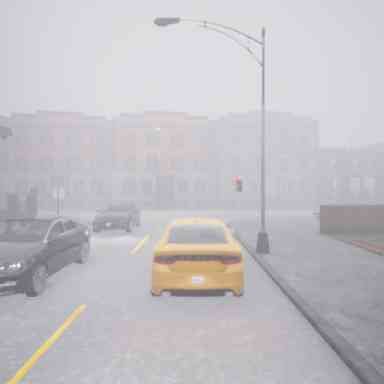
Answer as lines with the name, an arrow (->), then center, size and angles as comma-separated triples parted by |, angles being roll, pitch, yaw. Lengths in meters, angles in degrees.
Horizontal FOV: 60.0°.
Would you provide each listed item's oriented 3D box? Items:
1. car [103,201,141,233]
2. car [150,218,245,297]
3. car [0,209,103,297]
car -> -3.989, 1.291, 18.298 | 1.837, 1.490, 4.892 | 0, 1, 0
car -> 0.110, 1.379, 8.391 | 1.882, 1.535, 5.008 | 0, 1, 0
car -> -4.075, 1.393, 8.456 | 2.128, 1.511, 4.902 | 0, 1, 0
